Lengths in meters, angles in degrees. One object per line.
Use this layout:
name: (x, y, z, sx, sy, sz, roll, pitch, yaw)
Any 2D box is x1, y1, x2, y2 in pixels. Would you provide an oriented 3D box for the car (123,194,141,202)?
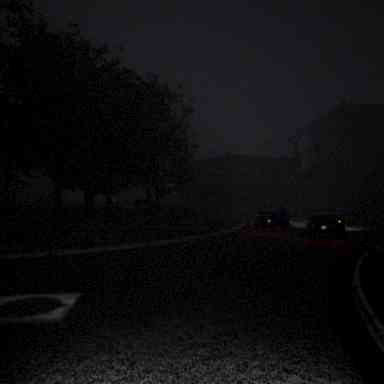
car: (-13.125, 1.776, 78.075, 4.792, 1.488, 2.163, 0, 0, -15)

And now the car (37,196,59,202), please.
car: (-34.473, 1.711, 79.872, 4.674, 1.452, 2.002, 0, 0, -15)

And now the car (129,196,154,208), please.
car: (-7.779, 1.773, 52.728, 1.837, 1.490, 4.892, -1, 0, -35)

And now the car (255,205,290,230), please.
car: (5.386, 1.581, 22.008, 1.882, 1.535, 5.008, 1, 0, 20)

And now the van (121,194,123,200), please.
van: (-15.401, 1.497, 86.101, 4.442, 1.987, 1.878, 0, 0, -15)

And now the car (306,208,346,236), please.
car: (7.655, 1.613, 18.946, 1.812, 1.442, 4.674, 0, 0, 25)

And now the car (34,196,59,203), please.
car: (-33.754, 1.684, 77.212, 5.008, 1.535, 2.097, 0, 0, -15)

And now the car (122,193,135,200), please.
car: (-14.494, 1.609, 83.335, 4.553, 1.767, 2.185, 0, 0, -15)

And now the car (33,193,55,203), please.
car: (-32.991, 1.568, 74.556, 4.553, 1.767, 2.185, 0, 0, -15)
